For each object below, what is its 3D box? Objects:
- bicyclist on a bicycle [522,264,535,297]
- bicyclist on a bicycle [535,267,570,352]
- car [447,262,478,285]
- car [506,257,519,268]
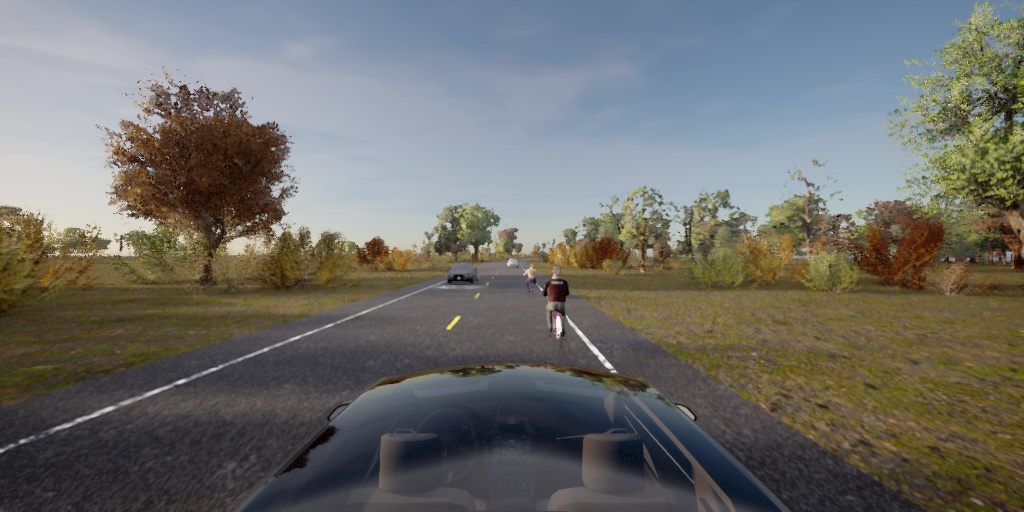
[{"bbox_3d":[0.946,1.186,17.685,0.866,1.612,1.509,0,0,0],"label":"bicyclist on a bicycle"},{"bbox_3d":[0.966,1.121,8.021,0.659,1.776,1.843,0,0,0],"label":"bicyclist on a bicycle"},{"bbox_3d":[-3.589,1.251,26.633,1.837,1.490,4.892,0,0,0],"label":"car"},{"bbox_3d":[0.127,1.226,60.760,1.812,1.442,4.674,0,0,0],"label":"car"}]
